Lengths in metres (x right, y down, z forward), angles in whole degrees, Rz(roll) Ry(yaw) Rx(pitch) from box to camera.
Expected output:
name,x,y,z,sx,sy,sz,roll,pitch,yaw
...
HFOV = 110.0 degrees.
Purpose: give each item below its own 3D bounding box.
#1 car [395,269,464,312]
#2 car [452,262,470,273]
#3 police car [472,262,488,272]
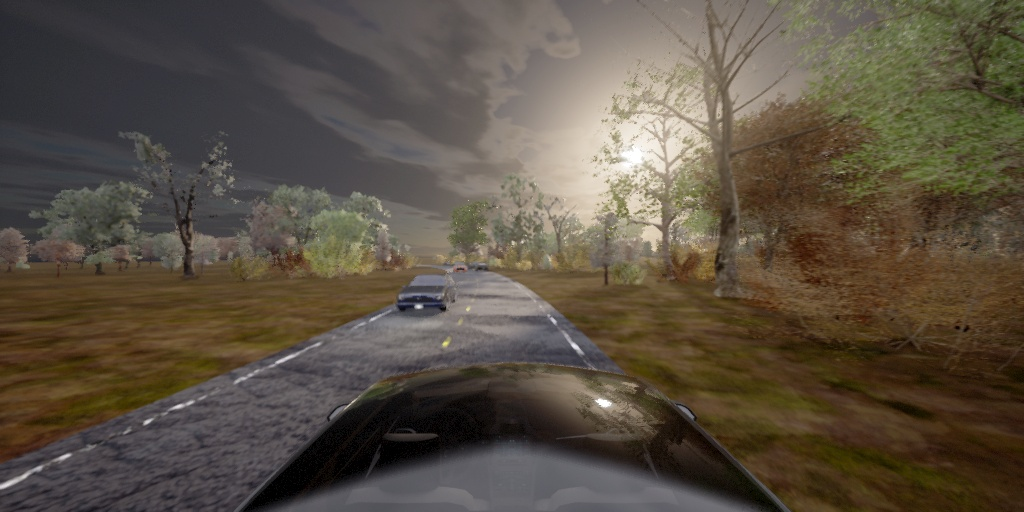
name,x,y,z,sx,sy,sz,roll,pitch,yaw
car,-3.447,1.459,15.478,2.033,1.411,5.357,0,-1,-3
car,-8.133,1.728,56.386,2.097,1.767,4.553,0,-1,-10
police car,-5.325,1.862,62.818,1.930,1.638,5.238,0,-1,-12
